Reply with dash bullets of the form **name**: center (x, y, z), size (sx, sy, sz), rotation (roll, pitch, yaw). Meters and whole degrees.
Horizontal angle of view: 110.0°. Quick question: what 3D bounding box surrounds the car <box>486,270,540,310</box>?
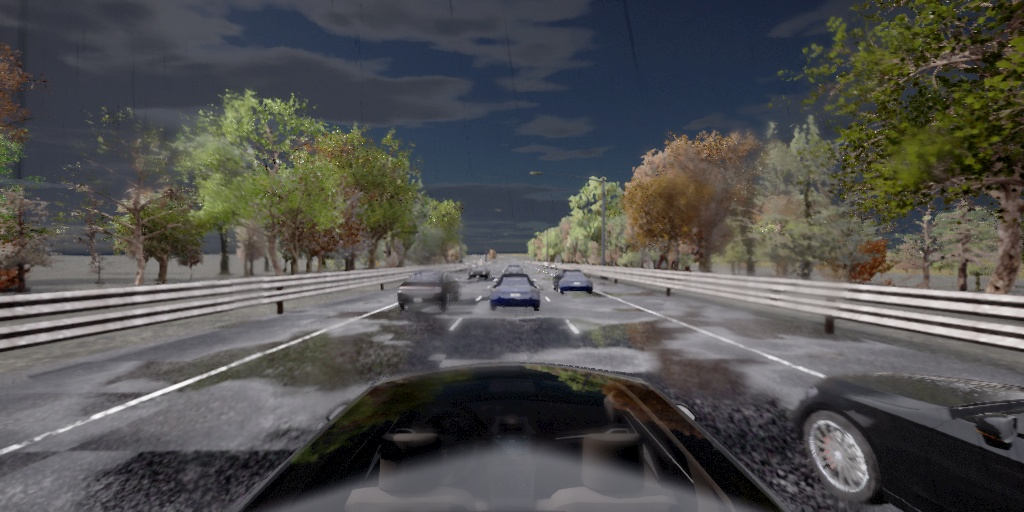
- **car**: center (0.134, 1.462, 15.522), size (1.994, 1.385, 4.181), rotation (0, -1, 0)

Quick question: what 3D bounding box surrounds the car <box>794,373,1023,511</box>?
- **car**: center (3.596, 1.273, 1.449), size (1.812, 1.442, 4.674), rotation (0, -1, 0)

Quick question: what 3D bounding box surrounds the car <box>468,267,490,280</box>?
- **car**: center (-3.285, 1.736, 36.913), size (1.895, 1.301, 4.718), rotation (0, -1, 0)

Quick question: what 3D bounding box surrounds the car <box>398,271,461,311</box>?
- **car**: center (-3.367, 1.387, 15.291), size (2.128, 1.511, 4.902), rotation (0, -1, 0)

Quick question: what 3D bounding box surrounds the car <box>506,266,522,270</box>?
- **car**: center (0.205, 1.652, 34.183), size (2.033, 1.411, 5.357), rotation (0, -1, 0)

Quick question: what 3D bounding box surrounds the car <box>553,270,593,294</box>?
- **car**: center (3.663, 1.535, 22.144), size (1.994, 1.385, 4.181), rotation (0, -1, 0)
